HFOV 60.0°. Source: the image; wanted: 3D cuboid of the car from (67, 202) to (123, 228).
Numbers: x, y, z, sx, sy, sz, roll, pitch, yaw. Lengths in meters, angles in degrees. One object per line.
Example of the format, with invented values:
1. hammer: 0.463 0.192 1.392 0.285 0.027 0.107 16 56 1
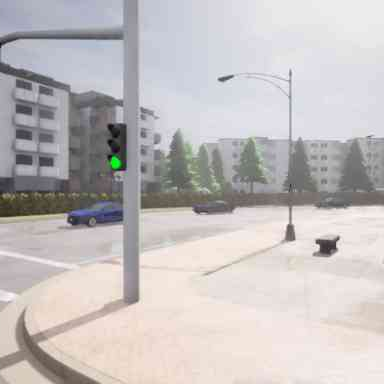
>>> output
1. car: -6.084 1.467 22.692 1.882 1.535 5.008 0 0 34

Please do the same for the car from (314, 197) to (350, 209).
1. car: 18.695 1.476 44.441 5.008 1.535 1.882 0 0 -21

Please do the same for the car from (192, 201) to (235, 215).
1. car: 2.237 1.589 33.698 4.718 1.301 1.895 0 0 -44
